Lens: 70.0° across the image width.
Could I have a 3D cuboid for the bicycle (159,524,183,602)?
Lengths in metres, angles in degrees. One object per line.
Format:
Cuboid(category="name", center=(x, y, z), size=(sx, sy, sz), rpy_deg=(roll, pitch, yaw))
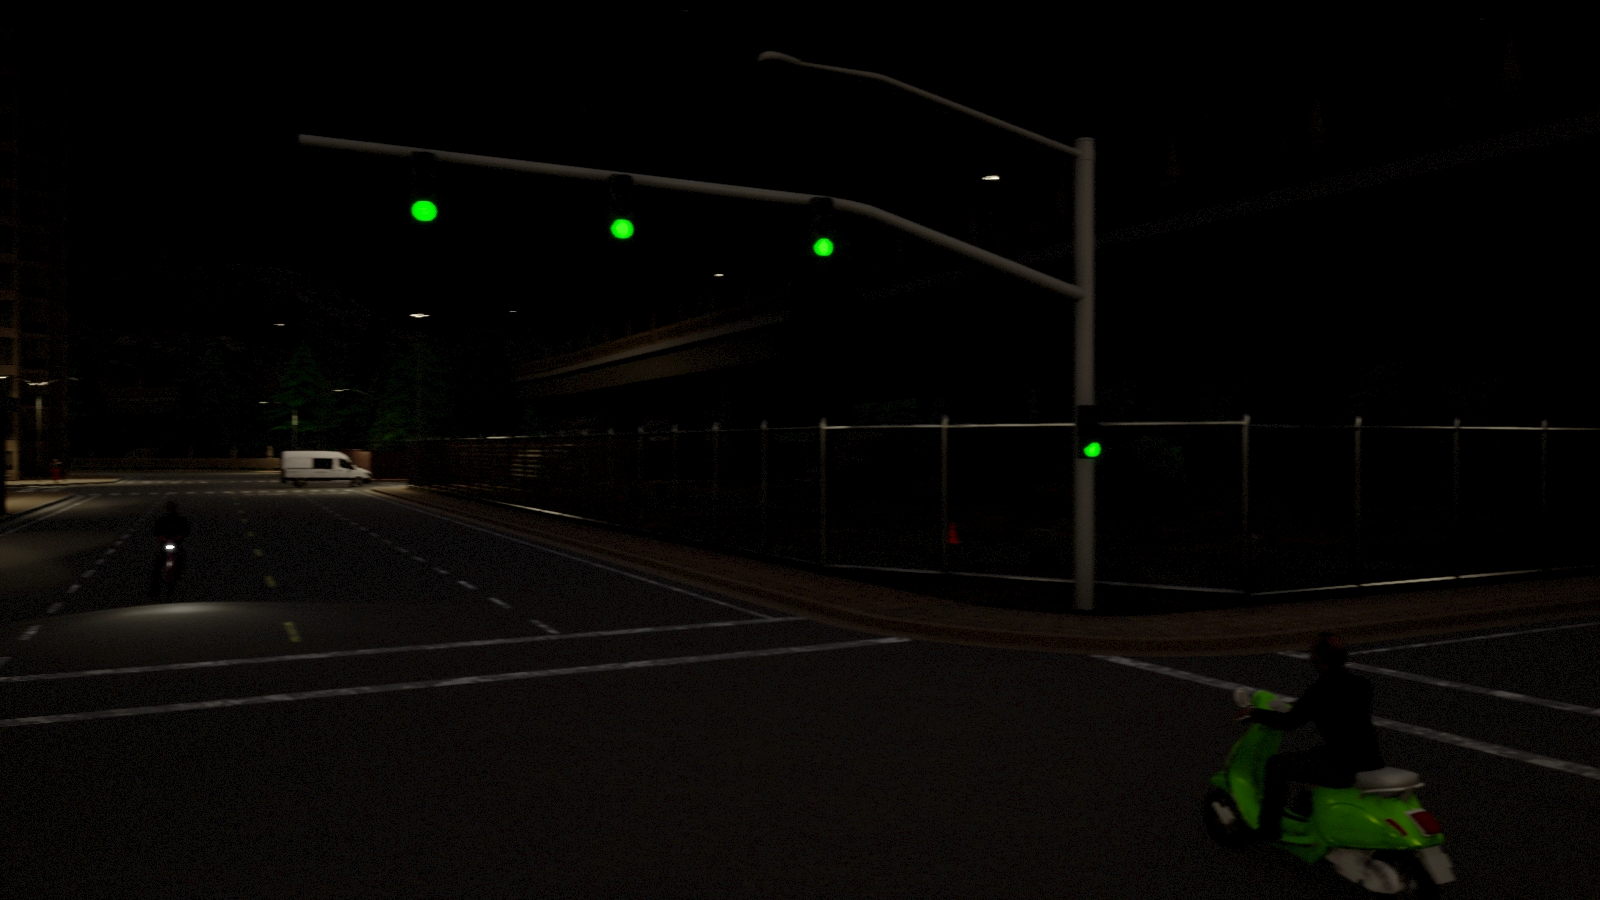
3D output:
Cuboid(category="bicycle", center=(-11.599, 2.059, 21.094), size=(0.329, 1.271, 1.835), rpy_deg=(0, 0, -27))
